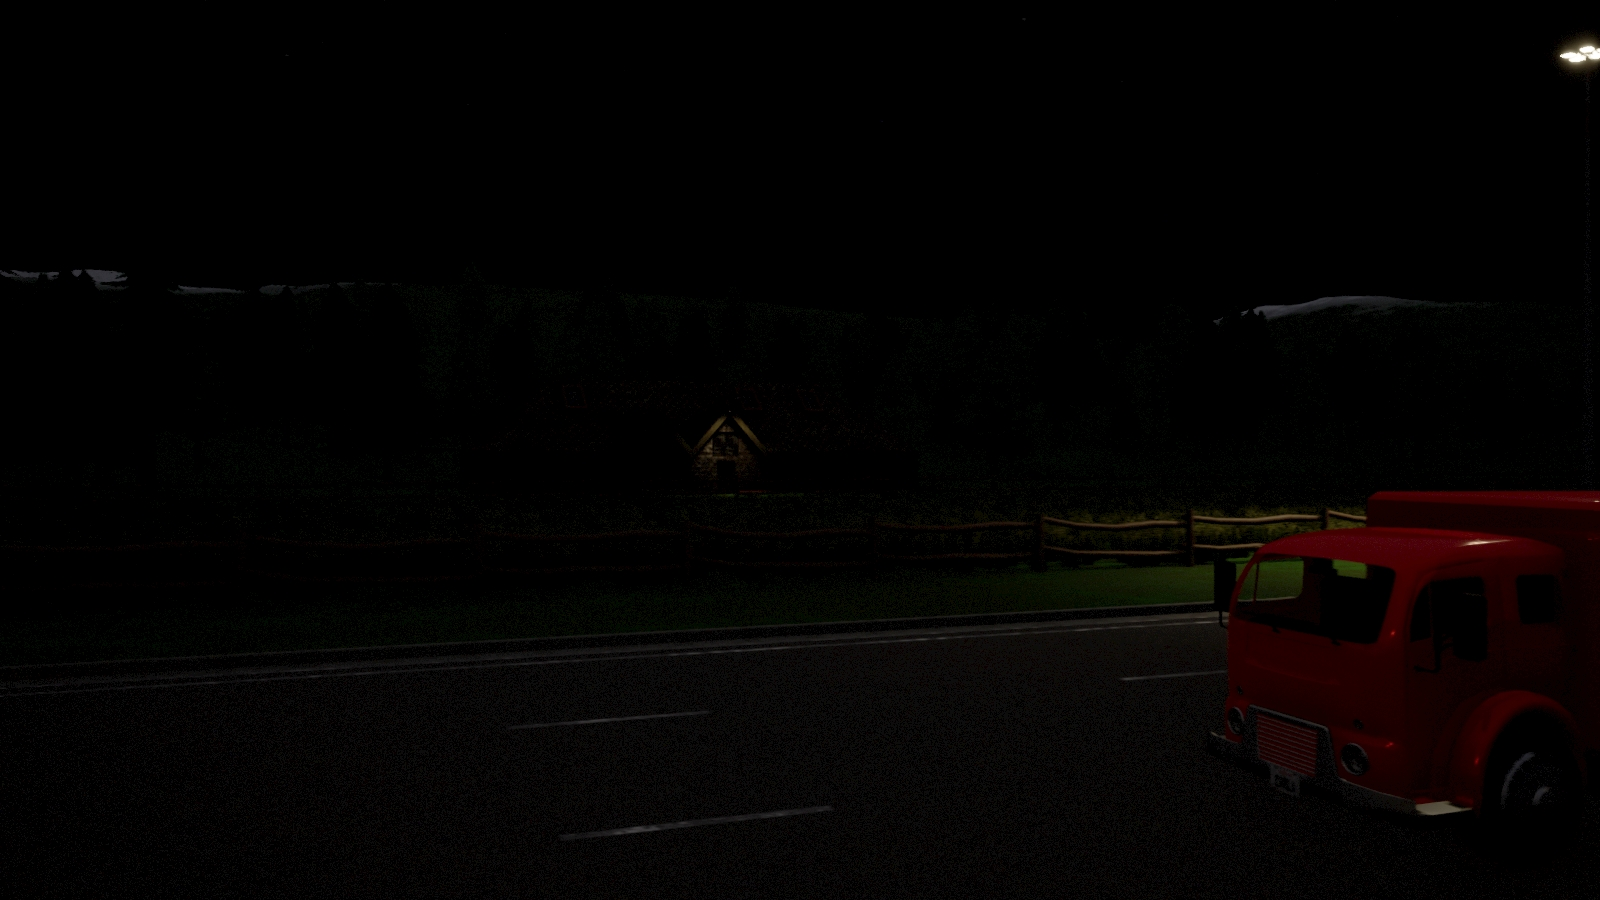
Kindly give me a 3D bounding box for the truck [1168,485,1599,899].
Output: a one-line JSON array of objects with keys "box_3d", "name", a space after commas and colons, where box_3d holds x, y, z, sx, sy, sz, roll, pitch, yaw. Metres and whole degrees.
[{"box_3d": [5.952, 1.572, 9.118, 5.204, 2.467, 2.627, 0, 0, -19], "name": "truck"}]
